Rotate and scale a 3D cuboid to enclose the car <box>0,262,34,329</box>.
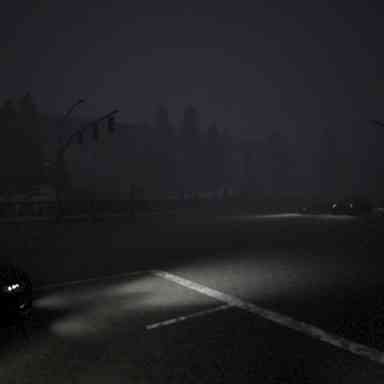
[{"bbox_3d":[-4.896,1.493,4.576,4.902,1.511,2.128,0,0,-35],"label":"car"}]

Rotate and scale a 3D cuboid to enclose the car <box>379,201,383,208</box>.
[{"bbox_3d":[27.179,1.473,44.901,4.674,1.442,1.812,0,0,-36],"label":"car"}]

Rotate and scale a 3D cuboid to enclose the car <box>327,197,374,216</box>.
[{"bbox_3d":[15.691,1.316,32.395,4.553,1.767,2.097,0,0,-35],"label":"car"}]

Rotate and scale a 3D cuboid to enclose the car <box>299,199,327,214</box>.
[{"bbox_3d":[13.328,1.458,35.010,4.902,1.511,2.128,0,0,-35],"label":"car"}]
